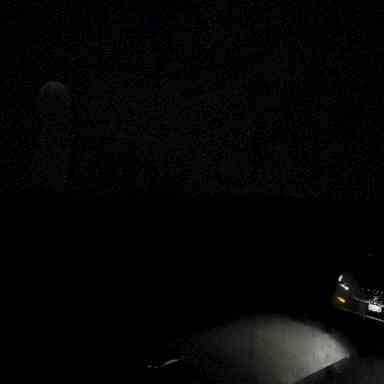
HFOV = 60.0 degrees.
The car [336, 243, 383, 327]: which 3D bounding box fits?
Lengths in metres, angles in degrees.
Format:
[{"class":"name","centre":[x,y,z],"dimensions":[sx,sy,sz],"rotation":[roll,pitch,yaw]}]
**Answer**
[{"class":"car","centre":[4.747,1.509,6.451],"dimensions":[4.892,1.490,1.837],"rotation":[0,0,-35]}]
